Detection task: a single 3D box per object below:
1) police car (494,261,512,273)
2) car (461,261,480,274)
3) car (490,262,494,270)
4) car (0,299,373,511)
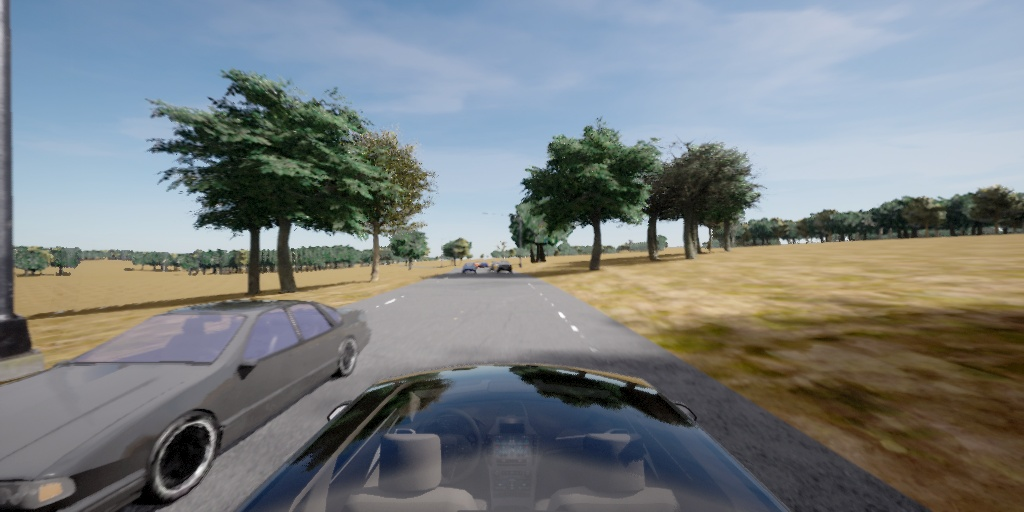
[{"bbox_3d":[-1.054,1.422,48.583,1.930,1.638,5.238,0,-1,-5],"label":"police car"},{"bbox_3d":[-5.534,1.541,46.906,2.033,1.411,5.357,0,-1,-4],"label":"car"},{"bbox_3d":[-2.101,1.598,58.666,1.801,1.575,5.366,0,-1,-6],"label":"car"},{"bbox_3d":[-3.608,1.320,4.652,2.033,1.411,5.357,0,0,0],"label":"car"}]
